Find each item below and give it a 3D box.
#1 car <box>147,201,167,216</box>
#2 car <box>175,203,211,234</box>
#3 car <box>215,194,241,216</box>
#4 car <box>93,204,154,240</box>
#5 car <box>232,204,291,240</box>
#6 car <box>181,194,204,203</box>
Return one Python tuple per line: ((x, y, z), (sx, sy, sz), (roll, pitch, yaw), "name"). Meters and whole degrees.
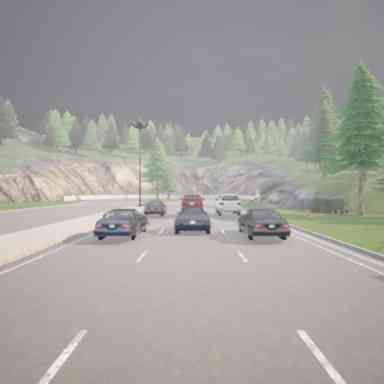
((-3.474, 1.548, 32.069), (2.033, 1.411, 5.357), (0, 0, 1), "car")
((0.049, 1.565, 19.430), (1.994, 1.385, 4.181), (0, 0, 1), "car")
((3.536, 1.223, 33.080), (2.150, 2.045, 5.566), (0, 0, 1), "car")
((-3.474, 1.548, 17.069), (2.033, 1.411, 5.357), (0, 0, 1), "car")
((3.526, 1.548, 17.069), (2.033, 1.411, 5.357), (0, 0, 1), "car")
((0.036, 1.223, 33.091), (2.150, 2.045, 5.566), (0, 0, 1), "car")
